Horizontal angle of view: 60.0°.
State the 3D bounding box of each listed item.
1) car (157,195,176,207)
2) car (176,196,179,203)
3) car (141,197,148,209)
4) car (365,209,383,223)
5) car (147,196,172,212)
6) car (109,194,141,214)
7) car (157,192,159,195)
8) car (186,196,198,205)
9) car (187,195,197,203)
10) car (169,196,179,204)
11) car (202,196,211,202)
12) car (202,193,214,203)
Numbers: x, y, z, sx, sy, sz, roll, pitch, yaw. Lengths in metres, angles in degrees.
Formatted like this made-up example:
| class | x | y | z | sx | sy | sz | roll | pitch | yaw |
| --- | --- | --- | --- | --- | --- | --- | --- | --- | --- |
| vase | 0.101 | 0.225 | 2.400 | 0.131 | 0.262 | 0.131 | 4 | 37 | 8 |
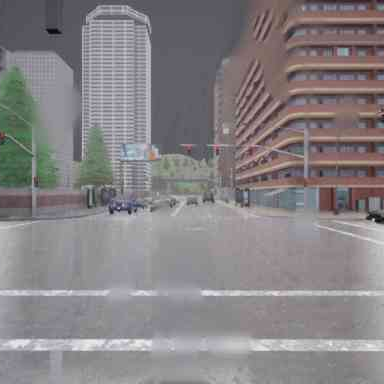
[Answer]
| class | x | y | z | sx | sy | sz | roll | pitch | yaw |
| --- | --- | --- | --- | --- | --- | --- | --- | --- | --- |
| car | -3.658 | 1.526 | 47.343 | 1.812 | 1.442 | 4.674 | 0 | 0 | 0 |
| car | -3.663 | 1.547 | 57.054 | 2.033 | 1.411 | 5.357 | 0 | 0 | 0 |
| car | -7.163 | 1.547 | 45.437 | 2.033 | 1.411 | 5.357 | 0 | 0 | 0 |
| car | 15.000 | 1.492 | 23.239 | 5.357 | 1.411 | 2.033 | 0 | 0 | -12 |
| car | -3.651 | 1.526 | 38.247 | 1.812 | 1.442 | 4.674 | 0 | 0 | 0 |
| car | -7.150 | 1.222 | 35.187 | 2.150 | 2.045 | 5.566 | 0 | 0 | 0 |
| car | -7.134 | 1.352 | 64.775 | 2.097 | 1.767 | 4.553 | 0 | 0 | 0 |
| car | 0.020 | 1.547 | 57.603 | 2.033 | 1.411 | 5.357 | 0 | 0 | 0 |
| car | 0.003 | 1.477 | 69.905 | 1.882 | 1.535 | 5.008 | 0 | 0 | 0 |
| car | -3.615 | 1.526 | 67.010 | 1.812 | 1.442 | 4.674 | 0 | 0 | 0 |
| car | 3.391 | 1.576 | 78.236 | 1.895 | 1.301 | 4.718 | 0 | 0 | 0 |
| car | 3.405 | 1.221 | 68.668 | 2.150 | 2.045 | 5.566 | 0 | 0 | 0 |
